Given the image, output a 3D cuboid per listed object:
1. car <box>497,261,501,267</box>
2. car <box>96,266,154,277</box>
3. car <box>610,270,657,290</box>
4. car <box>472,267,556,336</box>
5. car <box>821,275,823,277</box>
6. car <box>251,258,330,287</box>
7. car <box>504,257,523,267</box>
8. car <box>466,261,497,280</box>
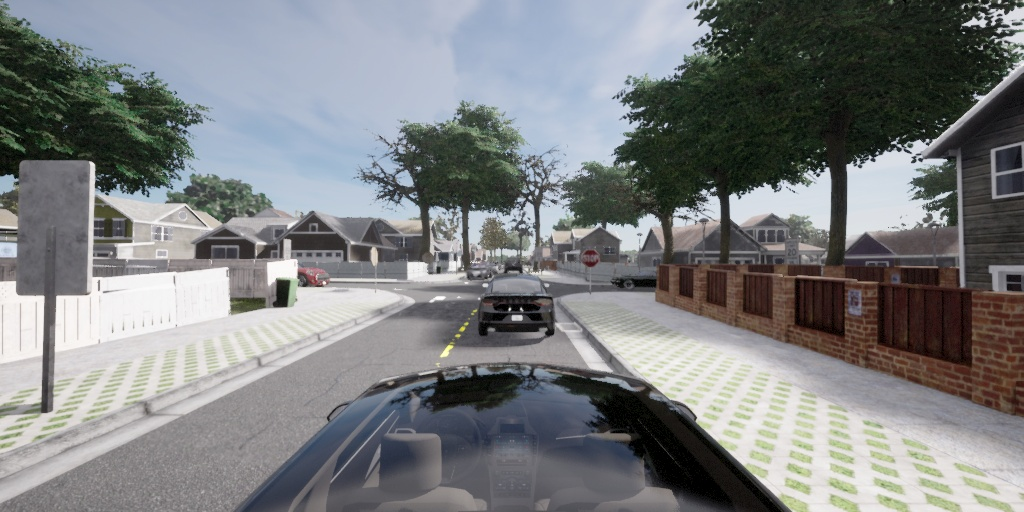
[{"bbox_3d":[-2.750,1.542,44.844,1.895,1.301,4.718,0,-1,1],"label":"car"},{"bbox_3d":[-22.960,0.948,20.685,4.892,1.490,1.837,1,-1,-1],"label":"car"},{"bbox_3d":[9.062,1.594,23.964,4.718,1.301,1.895,1,-1,-1],"label":"car"},{"bbox_3d":[0.118,1.238,10.488,1.882,1.535,5.008,0,0,0],"label":"car"},{"bbox_3d":[22.291,1.723,24.101,4.892,1.490,1.837,1,-1,-1],"label":"car"},{"bbox_3d":[-13.021,0.932,20.710,4.553,1.767,2.097,1,-1,2],"label":"car"},{"bbox_3d":[0.186,1.164,45.012,2.150,2.045,5.566,0,-1,0],"label":"car"},{"bbox_3d":[-2.877,1.337,32.295,2.128,1.511,4.902,0,0,3],"label":"car"}]
